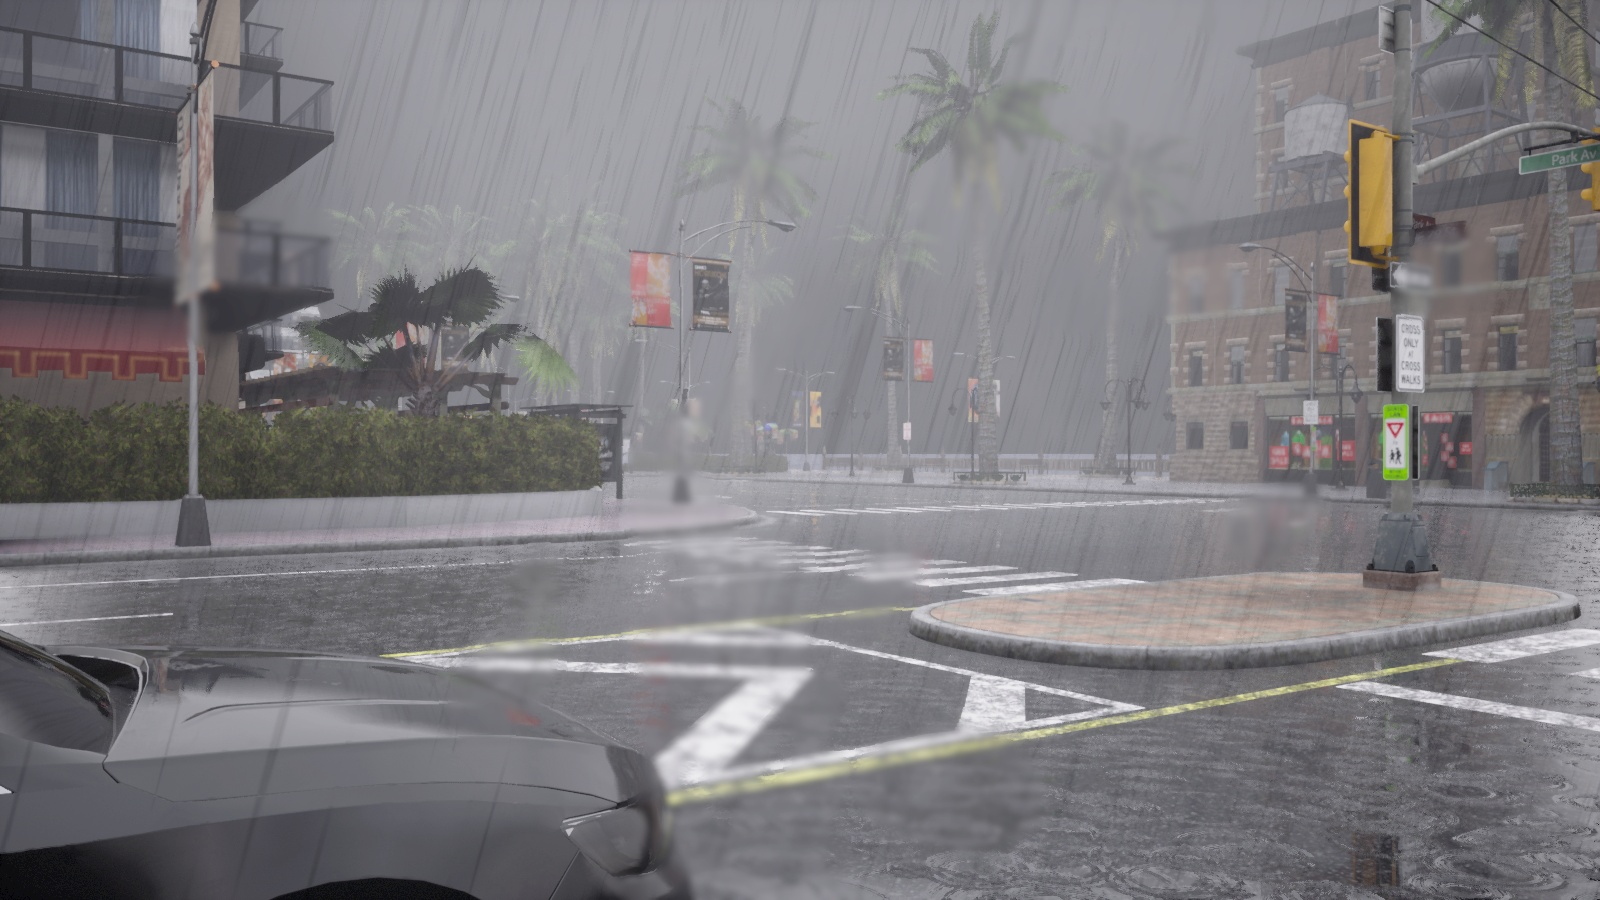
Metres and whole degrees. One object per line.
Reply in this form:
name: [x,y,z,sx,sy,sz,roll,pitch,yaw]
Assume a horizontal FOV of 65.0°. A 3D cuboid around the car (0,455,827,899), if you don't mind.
car: [-2.478,0.760,1.933,4.892,1.490,1.837,0,0,-35]
